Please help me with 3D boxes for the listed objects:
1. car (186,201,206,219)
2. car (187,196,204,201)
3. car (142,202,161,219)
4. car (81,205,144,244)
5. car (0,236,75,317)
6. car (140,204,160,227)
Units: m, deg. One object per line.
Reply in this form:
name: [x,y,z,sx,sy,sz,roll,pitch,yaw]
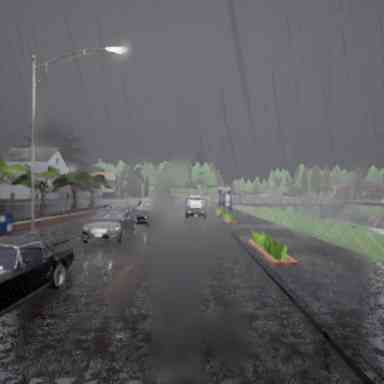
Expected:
car: [0.368,1.840,32.066,1.895,1.301,4.718,0,0,0]
car: [0.499,1.571,46.831,2.150,2.045,5.566,0,0,1]
car: [-3.826,1.707,29.281,1.837,1.490,4.892,0,-1,2]
car: [-3.963,1.604,16.602,2.128,1.511,4.902,0,-1,1]
car: [-4.057,1.638,6.594,1.895,1.301,4.718,0,0,1]
car: [-3.790,1.794,24.496,1.895,1.301,4.718,0,0,0]
